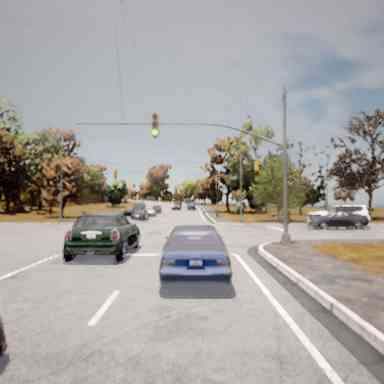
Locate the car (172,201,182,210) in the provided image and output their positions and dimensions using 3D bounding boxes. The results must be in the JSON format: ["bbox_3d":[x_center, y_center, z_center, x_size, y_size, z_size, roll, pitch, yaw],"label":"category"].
[{"bbox_3d":[-3.574,3.426,75.959,1.895,1.301,4.718,0,0,0],"label":"car"}]

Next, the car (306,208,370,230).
[{"bbox_3d":[12.096,2.332,27.723,4.902,1.511,2.128,0,-3,-1],"label":"car"}]

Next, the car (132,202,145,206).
[{"bbox_3d":[-10.566,3.105,66.372,2.150,2.045,5.566,0,0,0],"label":"car"}]

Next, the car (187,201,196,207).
[{"bbox_3d":[-0.178,3.178,86.080,1.994,1.385,4.181,0,0,-3],"label":"car"}]

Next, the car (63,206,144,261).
[{"bbox_3d":[-3.420,1.595,13.423,2.097,1.767,4.553,0,-2,0],"label":"car"}]

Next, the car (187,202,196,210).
[{"bbox_3d":[-0.074,3.354,75.898,1.812,1.442,4.674,0,0,0],"label":"car"}]

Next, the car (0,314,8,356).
[{"bbox_3d":[-3.400,1.581,2.666,1.994,1.385,4.181,0,-1,0],"label":"car"}]

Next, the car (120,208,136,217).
[{"bbox_3d":[-10.637,3.420,55.615,1.895,1.301,4.718,0,-1,0],"label":"car"}]

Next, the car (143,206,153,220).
[{"bbox_3d":[-7.134,3.087,45.929,2.128,1.511,4.902,0,-2,1],"label":"car"}]

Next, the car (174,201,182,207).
[{"bbox_3d":[-3.677,3.122,85.992,1.837,1.490,4.892,0,0,-3],"label":"car"}]

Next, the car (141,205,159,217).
[{"bbox_3d":[-7.134,3.348,55.820,1.812,1.442,4.674,0,-1,0],"label":"car"}]

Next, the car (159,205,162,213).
[{"bbox_3d":[-7.077,3.389,66.111,1.837,1.490,4.892,0,0,0],"label":"car"}]

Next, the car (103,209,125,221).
[{"bbox_3d":[-10.676,3.138,45.738,2.033,1.411,5.357,0,-2,-3],"label":"car"}]

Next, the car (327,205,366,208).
[{"bbox_3d":[13.742,2.219,31.257,5.566,2.045,2.150,0,-3,-2],"label":"car"}]

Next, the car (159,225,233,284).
[{"bbox_3d":[0.078,1.692,9.930,2.033,1.411,5.357,0,-1,0],"label":"car"}]
